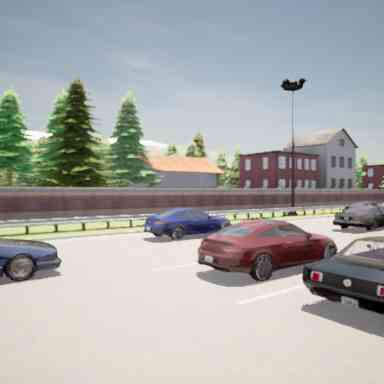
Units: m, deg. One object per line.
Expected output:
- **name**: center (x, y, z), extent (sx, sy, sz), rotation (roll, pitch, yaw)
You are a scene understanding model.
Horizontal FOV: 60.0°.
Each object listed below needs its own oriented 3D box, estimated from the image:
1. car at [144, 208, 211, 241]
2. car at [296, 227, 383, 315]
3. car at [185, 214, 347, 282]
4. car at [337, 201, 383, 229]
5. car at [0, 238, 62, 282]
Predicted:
- **car**: center (-0.129, 1.507, 16.551), extent (4.674, 1.442, 1.812), rotation (0, 0, -36)
- **car**: center (4.504, 1.586, 6.959), extent (4.718, 1.301, 1.895), rotation (0, 0, -36)
- **car**: center (2.296, 1.511, 9.683), extent (4.674, 1.442, 1.812), rotation (0, 0, -36)
- **car**: center (10.601, 1.508, 19.907), extent (5.357, 1.411, 2.033), rotation (0, 0, -35)
- **car**: center (-6.094, 1.548, 7.997), extent (5.357, 1.411, 2.033), rotation (0, 0, -36)
